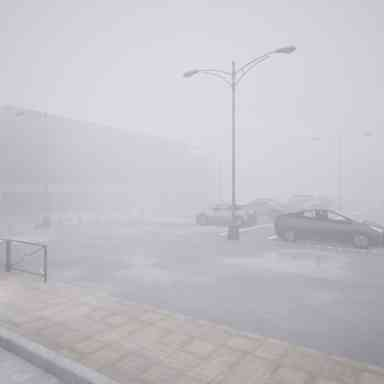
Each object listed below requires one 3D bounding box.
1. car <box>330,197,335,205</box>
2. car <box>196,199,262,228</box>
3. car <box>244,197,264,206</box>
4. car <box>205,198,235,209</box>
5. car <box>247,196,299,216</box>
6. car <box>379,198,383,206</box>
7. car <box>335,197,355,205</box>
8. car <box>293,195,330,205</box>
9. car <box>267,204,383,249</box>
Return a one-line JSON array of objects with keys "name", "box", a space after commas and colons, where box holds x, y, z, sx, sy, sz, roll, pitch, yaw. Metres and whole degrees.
[{"name": "car", "box": [14.239, 1.289, 39.907, 4.605, 1.855, 1.932, 0, 0, 35]}, {"name": "car", "box": [2.173, 1.424, 21.356, 3.806, 1.475, 1.970, 0, 0, 35]}, {"name": "car", "box": [11.084, 1.702, 59.221, 1.812, 1.442, 4.674, 0, 0, 35]}, {"name": "car", "box": [4.269, 1.724, 49.474, 2.033, 1.411, 5.357, 0, 0, 35]}, {"name": "car", "box": [5.584, 1.345, 26.801, 5.027, 1.636, 2.152, 0, 0, 35]}, {"name": "car", "box": [29.371, 1.576, 48.369, 3.806, 1.475, 1.970, 0, 0, 35]}, {"name": "car", "box": [24.995, 1.565, 55.062, 3.633, 1.501, 1.845, 0, 0, 35]}, {"name": "car", "box": [12.912, 1.268, 37.289, 3.866, 1.878, 1.905, 0, 0, 35]}, {"name": "car", "box": [5.854, 1.490, 14.316, 4.514, 1.523, 2.007, 0, 0, 35]}]
